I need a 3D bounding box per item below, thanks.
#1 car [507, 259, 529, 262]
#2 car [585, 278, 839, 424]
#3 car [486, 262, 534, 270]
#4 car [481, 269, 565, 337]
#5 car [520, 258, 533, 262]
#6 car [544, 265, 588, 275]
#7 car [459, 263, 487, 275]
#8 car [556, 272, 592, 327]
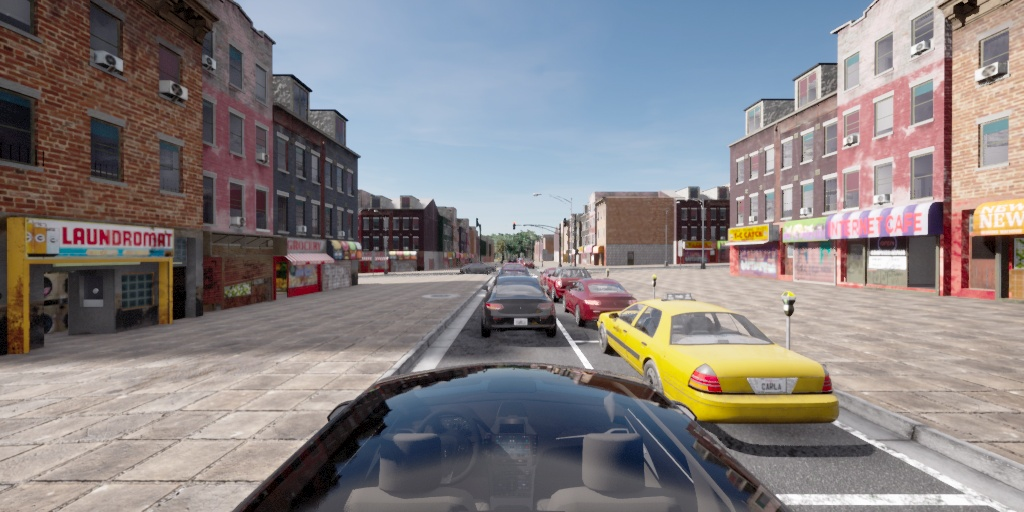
[{"bbox_3d":[0.091,1.248,27.139,1.882,1.535,5.008,0,0,0],"label":"car"},{"bbox_3d":[2.641,1.275,5.943,1.751,1.417,4.829,0,0,0],"label":"car"},{"bbox_3d":[0.104,1.248,17.579,2.128,1.511,4.902,0,0,0],"label":"car"},{"bbox_3d":[0.116,1.277,10.166,1.812,1.442,4.674,0,0,-2],"label":"car"},{"bbox_3d":[2.697,1.316,59.513,1.967,1.591,4.097,0,0,0],"label":"car"},{"bbox_3d":[2.652,1.195,16.706,1.967,1.591,4.097,0,0,0],"label":"car"},{"bbox_3d":[-3.916,1.436,40.926,4.181,1.385,1.994,-2,0,-19],"label":"car"},{"bbox_3d":[2.646,1.334,11.240,1.802,1.307,4.207,0,0,0],"label":"car"}]
